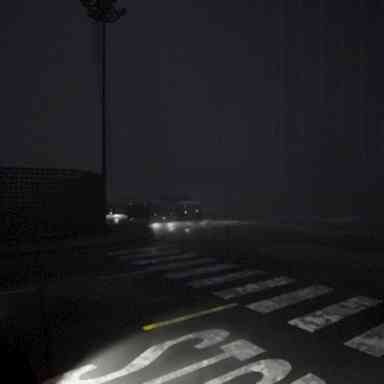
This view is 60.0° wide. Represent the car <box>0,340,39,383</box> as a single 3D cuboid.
[{"bbox_3d":[-2.934,1.565,1.661,4.181,1.385,1.994,0,0,-35],"label":"car"}]

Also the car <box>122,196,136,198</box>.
[{"bbox_3d":[-6.812,1.284,36.538,2.097,1.767,4.553,0,0,-36],"label":"car"}]

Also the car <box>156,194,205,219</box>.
[{"bbox_3d":[-1.226,1.154,28.748,2.150,2.045,5.566,0,0,-36],"label":"car"}]

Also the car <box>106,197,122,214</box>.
[{"bbox_3d":[-8.914,1.499,33.470,1.994,1.385,4.181,0,0,-35],"label":"car"}]

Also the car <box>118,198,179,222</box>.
[{"bbox_3d":[-3.548,1.482,25.982,2.033,1.411,5.357,0,0,-36],"label":"car"}]

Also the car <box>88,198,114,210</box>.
[{"bbox_3d":[-11.990,1.496,43.765,1.994,1.385,4.181,0,0,-35],"label":"car"}]
